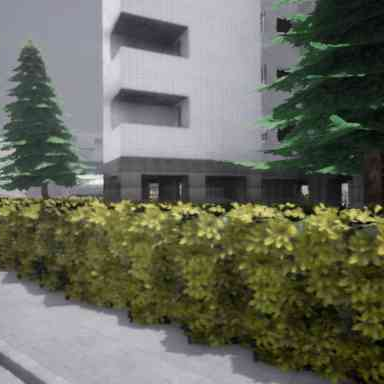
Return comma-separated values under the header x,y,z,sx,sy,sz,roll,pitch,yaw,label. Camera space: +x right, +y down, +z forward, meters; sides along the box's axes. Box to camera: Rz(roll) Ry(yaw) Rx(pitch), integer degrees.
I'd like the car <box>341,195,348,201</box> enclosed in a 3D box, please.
x,y,z,sx,sy,sz,roll,pitch,yaw,label
34.879,1.401,75.744,3.806,1.475,1.970,0,0,-25,car
